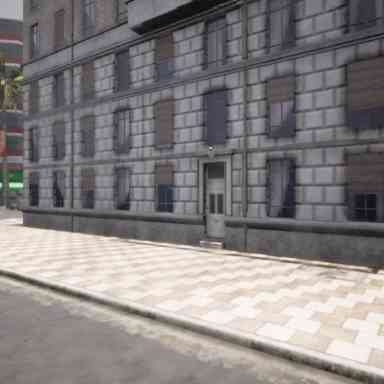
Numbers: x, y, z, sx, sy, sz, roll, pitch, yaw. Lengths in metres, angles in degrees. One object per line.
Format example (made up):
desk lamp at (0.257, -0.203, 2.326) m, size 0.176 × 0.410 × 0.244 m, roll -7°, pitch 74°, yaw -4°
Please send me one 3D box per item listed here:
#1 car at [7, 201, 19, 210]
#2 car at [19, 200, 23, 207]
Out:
car at (-20.821, 1.556, 41.787) m, size 1.994 × 1.385 × 4.181 m, roll 0°, pitch 0°, yaw 36°
car at (-17.725, 1.518, 40.103) m, size 1.812 × 1.442 × 4.674 m, roll 0°, pitch 0°, yaw 36°
